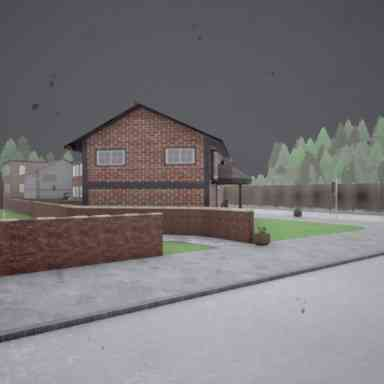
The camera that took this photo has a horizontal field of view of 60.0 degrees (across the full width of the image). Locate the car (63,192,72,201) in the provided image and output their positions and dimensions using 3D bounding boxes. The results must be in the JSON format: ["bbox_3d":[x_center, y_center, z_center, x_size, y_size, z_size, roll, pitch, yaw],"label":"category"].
[{"bbox_3d":[-13.912,0.972,38.890,1.905,1.878,3.866,0,0,-35],"label":"car"}]
